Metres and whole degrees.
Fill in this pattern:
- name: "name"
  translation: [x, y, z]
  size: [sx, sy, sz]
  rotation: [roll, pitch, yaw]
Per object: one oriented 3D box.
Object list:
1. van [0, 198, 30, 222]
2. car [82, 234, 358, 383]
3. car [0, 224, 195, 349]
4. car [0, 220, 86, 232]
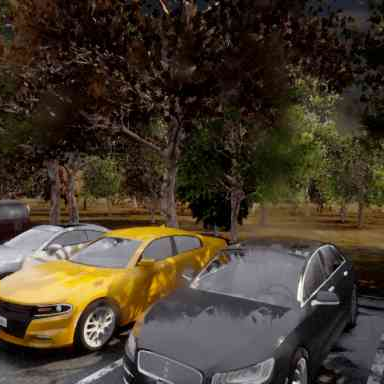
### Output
- name: "van"
  translation: [-7.990, 1.255, 11.292]
  size: [1.878, 1.987, 4.442]
  rotation: [0, 0, 35]
- name: "car"
  translation: [1.161, 1.481, 4.938]
  size: [2.231, 1.521, 4.892]
  rotation: [0, 0, 35]
- name: "car"
  translation: [-1.110, 1.481, 6.550]
  size: [2.097, 1.535, 5.008]
  rotation: [0, 0, 35]
- name: "car"
  translation: [-3.382, 1.522, 8.162]
  size: [2.002, 1.452, 4.674]
  rotation: [0, 0, 35]
